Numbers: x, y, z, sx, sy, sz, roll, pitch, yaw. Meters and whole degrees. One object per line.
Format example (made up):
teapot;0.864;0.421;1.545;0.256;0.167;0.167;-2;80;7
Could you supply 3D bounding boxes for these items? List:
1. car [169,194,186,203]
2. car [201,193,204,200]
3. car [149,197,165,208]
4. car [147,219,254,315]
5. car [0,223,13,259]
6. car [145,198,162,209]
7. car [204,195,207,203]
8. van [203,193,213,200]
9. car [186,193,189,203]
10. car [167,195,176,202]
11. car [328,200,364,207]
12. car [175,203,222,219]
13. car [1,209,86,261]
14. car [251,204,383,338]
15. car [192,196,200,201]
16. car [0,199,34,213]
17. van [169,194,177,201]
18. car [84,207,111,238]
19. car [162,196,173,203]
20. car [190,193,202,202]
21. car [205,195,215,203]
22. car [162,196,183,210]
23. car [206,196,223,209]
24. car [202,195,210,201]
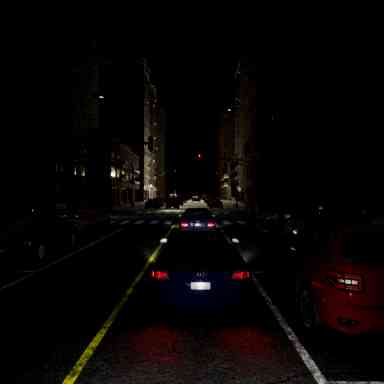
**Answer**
car;-2.406;1.491;54.498;1.882;1.535;5.008;0;0;1
car;3.527;1.334;67.500;2.192;1.841;5.009;1;0;1
car;-5.217;1.556;50.599;1.887;1.381;4.507;1;0;1
car;0.175;1.566;7.668;1.994;1.385;4.181;0;0;1
car;-5.777;1.526;6.490;1.752;1.417;4.829;1;0;1
car;-5.289;1.555;44.926;1.887;1.381;4.507;1;0;1
car;3.380;1.596;56.155;1.802;1.307;4.206;1;0;1
van;3.454;1.357;61.828;1.690;1.788;3.998;1;0;1
car;-2.163;1.371;67.884;2.097;1.767;4.553;0;0;1
car;-4.855;1.465;78.961;1.967;1.590;4.097;1;0;1
car;13.988;1.502;31.876;4.553;1.767;2.097;0;-1;1
car;0.268;1.551;17.732;2.033;1.411;5.357;0;0;0
car;-5.703;1.547;12.284;1.887;1.381;4.507;1;0;1
car;2.753;1.316;6.543;2.192;1.841;5.009;1;0;1
car;1.070;1.625;84.884;1.895;1.301;4.718;0;0;1
car;-16.425;1.341;29.229;4.902;1.511;2.128;1;-1;1
van;-4.783;1.370;84.633;1.690;1.788;3.998;1;0;1
car;-5.634;1.529;17.739;1.752;1.417;4.829;1;0;1
car;-5.001;1.601;67.616;1.802;1.307;4.206;1;0;1
car;0.946;1.564;74.185;2.033;1.411;5.357;0;0;1
car;3.308;1.594;50.482;1.802;1.307;4.206;1;0;1
car;-2.587;1.558;44.536;2.033;1.411;5.357;0;0;-3
car;3.236;1.592;44.809;1.802;1.307;4.206;1;0;1
car;3.812;1.598;90.192;1.947;1.339;4.313;1;0;1
